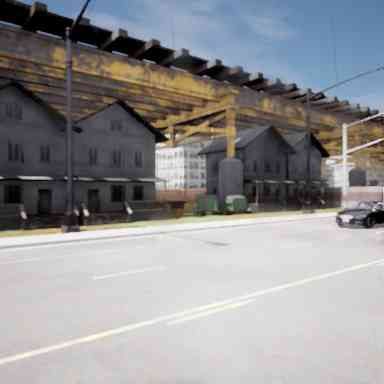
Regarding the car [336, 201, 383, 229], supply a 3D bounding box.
[{"bbox_3d":[10.682,1.321,20.149,4.902,1.511,2.128,-1,0,-35],"label":"car"}]
